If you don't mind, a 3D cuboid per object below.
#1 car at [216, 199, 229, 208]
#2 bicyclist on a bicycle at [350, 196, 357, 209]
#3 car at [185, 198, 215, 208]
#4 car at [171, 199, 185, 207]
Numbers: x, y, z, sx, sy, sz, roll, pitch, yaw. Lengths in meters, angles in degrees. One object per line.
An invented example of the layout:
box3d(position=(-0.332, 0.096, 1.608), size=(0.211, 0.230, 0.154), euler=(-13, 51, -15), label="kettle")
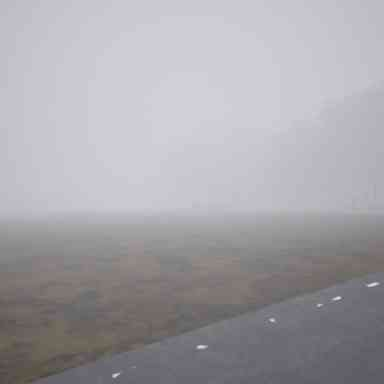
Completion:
box3d(position=(4.373, 1.942, 58.909), size=(1.882, 1.535, 5.008), euler=(-2, 0, -35), label="car")
box3d(position=(20.286, 1.291, 41.822), size=(1.656, 1.620, 0.582), euler=(-1, -1, -35), label="bicyclist on a bicycle")
box3d(position=(1.456, 1.917, 58.121), size=(2.097, 1.767, 4.553), euler=(-2, 0, -35), label="car")
box3d(position=(-2.535, 2.262, 68.582), size=(2.128, 1.511, 4.902), euler=(-2, 0, -35), label="car")
